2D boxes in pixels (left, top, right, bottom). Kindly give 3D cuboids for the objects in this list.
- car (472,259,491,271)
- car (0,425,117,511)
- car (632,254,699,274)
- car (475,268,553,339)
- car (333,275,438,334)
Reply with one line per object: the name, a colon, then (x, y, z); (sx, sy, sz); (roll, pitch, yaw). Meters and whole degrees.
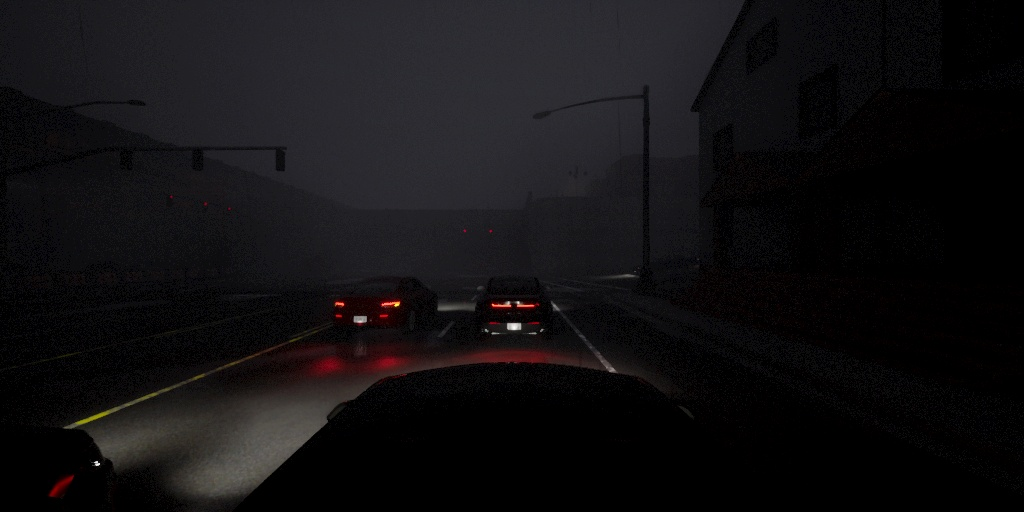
car: (-4.407, 1.297, 49.193); (2.033, 1.411, 5.357); (0, 0, -1)
car: (-3.401, 1.255, 0.187); (1.837, 1.490, 4.892); (0, 0, 0)
car: (13.025, 0.602, 30.447); (5.357, 1.411, 2.033); (-7, 0, -1)
car: (0.042, 1.255, 10.055); (1.837, 1.490, 4.892); (0, 0, 0)
car: (-3.454, 1.276, 10.470); (1.812, 1.442, 4.674); (0, 0, 0)
